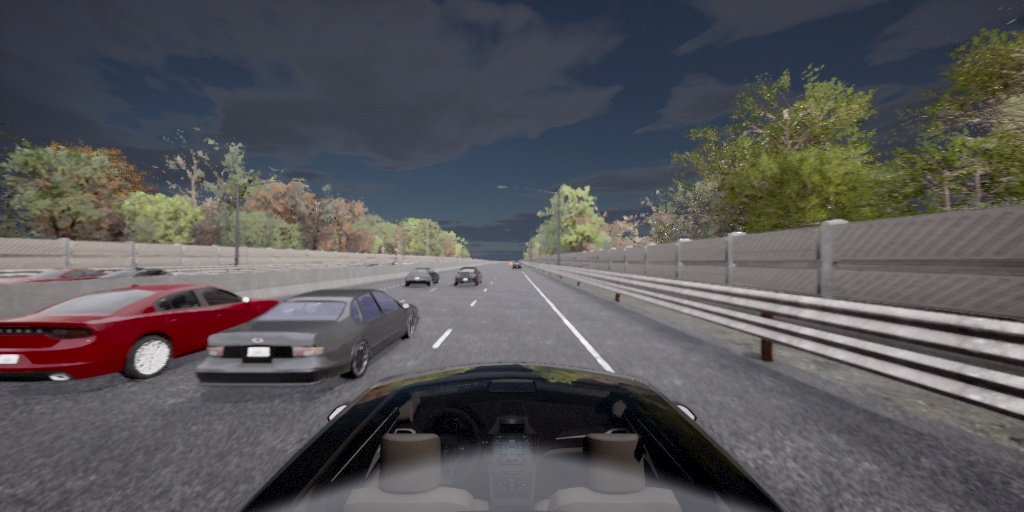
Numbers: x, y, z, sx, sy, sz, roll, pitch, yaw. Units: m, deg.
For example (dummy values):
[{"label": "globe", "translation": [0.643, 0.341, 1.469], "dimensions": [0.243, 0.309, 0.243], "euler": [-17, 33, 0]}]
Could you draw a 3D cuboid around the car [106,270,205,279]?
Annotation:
[{"label": "car", "translation": [-17.605, 1.542, 18.863], "dimensions": [1.895, 1.301, 4.718], "euler": [0, -1, 0]}]

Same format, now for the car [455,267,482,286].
[{"label": "car", "translation": [-3.409, 1.575, 28.493], "dimensions": [1.812, 1.442, 4.674], "euler": [0, -1, 0]}]

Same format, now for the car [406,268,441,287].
[{"label": "car", "translation": [-6.909, 1.609, 28.089], "dimensions": [1.994, 1.385, 4.181], "euler": [0, -1, 0]}]

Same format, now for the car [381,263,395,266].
[{"label": "car", "translation": [-21.036, 1.924, 61.273], "dimensions": [1.837, 1.490, 4.892], "euler": [0, -1, 0]}]

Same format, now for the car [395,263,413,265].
[{"label": "car", "translation": [-17.541, 1.931, 60.129], "dimensions": [1.812, 1.442, 4.674], "euler": [0, -1, 1]}]

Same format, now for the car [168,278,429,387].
[{"label": "car", "translation": [-3.403, 1.360, 7.323], "dimensions": [2.033, 1.411, 5.357], "euler": [0, -1, 0]}]

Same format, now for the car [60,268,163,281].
[{"label": "car", "translation": [-21.104, 1.459, 20.013], "dimensions": [1.837, 1.490, 4.892], "euler": [0, -1, 0]}]

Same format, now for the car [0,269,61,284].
[{"label": "car", "translation": [-24.603, 1.428, 19.716], "dimensions": [1.882, 1.535, 5.008], "euler": [0, -1, 0]}]

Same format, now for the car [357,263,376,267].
[{"label": "car", "translation": [-24.535, 1.904, 60.354], "dimensions": [2.128, 1.511, 4.902], "euler": [0, -1, 0]}]

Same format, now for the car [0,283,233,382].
[{"label": "car", "translation": [-6.906, 1.291, 7.396], "dimensions": [1.882, 1.535, 5.008], "euler": [0, -1, 0]}]
